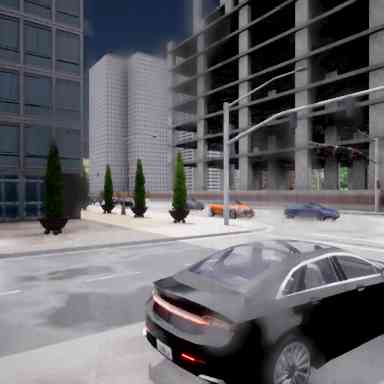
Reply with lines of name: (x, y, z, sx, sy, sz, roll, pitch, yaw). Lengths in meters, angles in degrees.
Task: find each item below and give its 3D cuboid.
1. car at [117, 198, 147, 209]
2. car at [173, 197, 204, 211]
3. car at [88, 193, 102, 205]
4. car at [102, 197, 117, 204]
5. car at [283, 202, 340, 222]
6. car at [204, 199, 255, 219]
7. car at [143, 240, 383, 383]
car: (-7.803, 1.546, 45.193, 2.128, 1.511, 4.902, 0, 0, -36)
car: (-0.422, 1.408, 40.988, 2.097, 1.767, 4.553, 0, 0, -36)
car: (-17.643, 1.189, 58.885, 2.150, 2.045, 5.566, 0, 0, -36)
car: (-13.975, 1.620, 59.768, 1.994, 1.385, 4.181, 0, 0, -36)
car: (9.636, 1.577, 27.151, 1.812, 1.442, 4.674, 0, 0, -36)
car: (3.482, 1.408, 29.569, 2.097, 1.767, 4.553, 0, 0, -34)
car: (1.662, 1.492, 5.040, 4.902, 1.511, 2.128, 0, 0, -36)
